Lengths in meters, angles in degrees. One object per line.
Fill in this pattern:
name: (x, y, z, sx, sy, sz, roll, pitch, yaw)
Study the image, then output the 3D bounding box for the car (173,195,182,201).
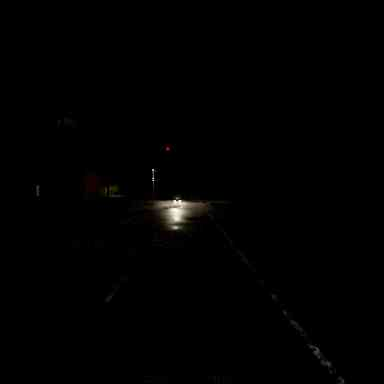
car: (-3.488, 1.380, 81.756, 2.128, 1.511, 4.902, 0, 0, 0)
